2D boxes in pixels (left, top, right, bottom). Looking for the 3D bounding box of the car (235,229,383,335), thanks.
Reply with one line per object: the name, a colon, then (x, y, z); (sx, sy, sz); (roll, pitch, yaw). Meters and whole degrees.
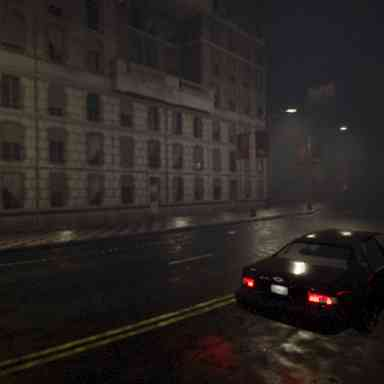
car: (3.120, 1.482, 6.714); (5.357, 1.411, 2.033); (-1, 0, -44)
